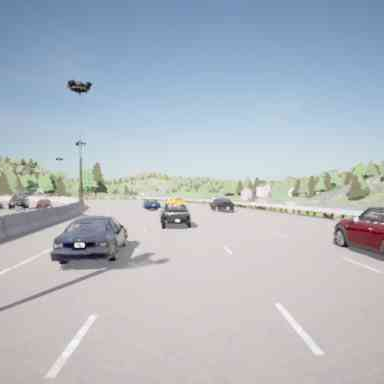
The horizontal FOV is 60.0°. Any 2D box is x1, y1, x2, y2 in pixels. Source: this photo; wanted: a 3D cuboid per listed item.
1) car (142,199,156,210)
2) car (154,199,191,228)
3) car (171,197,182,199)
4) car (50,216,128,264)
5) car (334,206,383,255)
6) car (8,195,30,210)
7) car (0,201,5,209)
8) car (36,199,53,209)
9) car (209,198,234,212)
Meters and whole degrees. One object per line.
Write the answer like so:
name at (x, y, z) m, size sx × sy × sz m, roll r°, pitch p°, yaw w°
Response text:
car at (-5.395, 1.603, 43.675) m, size 1.994 × 1.385 × 4.181 m, roll -1°, pitch 0°, yaw -15°
car at (-1.221, 1.490, 22.346) m, size 2.128 × 1.511 × 4.902 m, roll -1°, pitch 0°, yaw -8°
car at (-2.181, 1.469, 45.470) m, size 1.882 × 1.535 × 5.008 m, roll 0°, pitch 0°, yaw -16°
car at (-3.496, 1.586, 12.105) m, size 2.033 × 1.411 × 5.357 m, roll -1°, pitch 0°, yaw -6°
car at (6.761, 1.246, 11.371) m, size 2.097 × 1.767 × 4.553 m, roll -1°, pitch 0°, yaw -4°
car at (-25.553, 1.540, 49.301) m, size 2.150 × 2.045 × 5.566 m, roll -1°, pitch 0°, yaw -18°
car at (-29.327, 1.896, 49.460) m, size 1.812 × 1.442 × 4.674 m, roll -1°, pitch 0°, yaw -18°
car at (-22.000, 1.745, 49.665) m, size 1.882 × 1.535 × 5.008 m, roll -1°, pitch 0°, yaw -18°
car at (3.275, 1.427, 37.620) m, size 1.837 × 1.490 × 4.892 m, roll 0°, pitch 0°, yaw -13°
